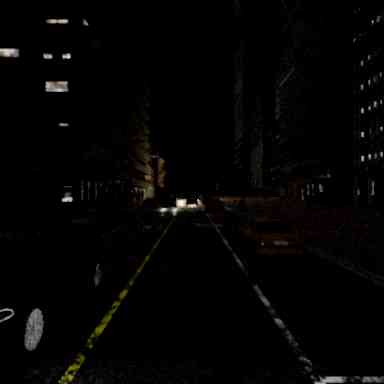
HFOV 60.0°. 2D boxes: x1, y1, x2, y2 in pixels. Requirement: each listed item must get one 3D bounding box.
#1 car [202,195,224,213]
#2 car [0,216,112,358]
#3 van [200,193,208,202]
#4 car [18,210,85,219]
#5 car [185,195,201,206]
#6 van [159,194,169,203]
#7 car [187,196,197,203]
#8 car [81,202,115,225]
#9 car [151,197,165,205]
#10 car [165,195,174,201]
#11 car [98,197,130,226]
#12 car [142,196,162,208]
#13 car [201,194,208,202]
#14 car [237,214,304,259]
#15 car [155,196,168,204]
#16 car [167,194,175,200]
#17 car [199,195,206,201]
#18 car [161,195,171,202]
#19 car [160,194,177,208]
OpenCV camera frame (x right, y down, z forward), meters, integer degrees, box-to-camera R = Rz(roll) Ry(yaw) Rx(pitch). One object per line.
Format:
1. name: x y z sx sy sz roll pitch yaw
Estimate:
1. car: 2.346 1.427 36.138 1.882 1.535 5.008 0 0 0
2. car: -3.103 1.468 6.210 1.882 1.535 5.008 0 0 0
3. van: 2.675 1.246 73.443 1.690 1.788 3.998 1 0 0
4. car: -5.684 1.548 12.174 1.947 1.339 4.313 1 0 0
5. car: -0.021 1.406 53.201 1.882 1.535 5.008 0 0 0
6. van: -5.703 1.252 67.871 1.690 1.788 3.998 1 0 0
7. car: -0.027 1.514 66.664 1.895 1.301 4.718 0 0 0
8. car: -5.686 1.499 17.573 1.752 1.417 4.829 1 0 0
9. car: -5.702 1.490 56.731 1.947 1.339 4.313 1 0 0
10. car: -5.713 1.443 84.578 2.008 1.369 4.403 1 0 0
11. car: -5.684 1.281 23.314 2.192 1.841 5.009 1 0 0
12. car: -5.698 1.482 45.591 1.887 1.381 4.507 1 0 0
13. car: 2.680 1.364 56.733 1.967 1.590 4.097 1 0 0
14. car: 2.697 1.507 12.347 1.752 1.417 4.829 1 0 0
15. car: -5.705 1.468 62.300 2.008 1.369 4.403 1 0 0
16. car: -5.715 1.412 89.979 1.752 1.417 4.829 1 0 0
17. car: 2.666 1.475 84.581 1.802 1.307 4.206 1 0 0
18. car: -5.708 1.431 73.270 1.752 1.417 4.829 1 0 0
19. car: -3.106 1.414 46.513 1.882 1.535 5.008 0 0 0
